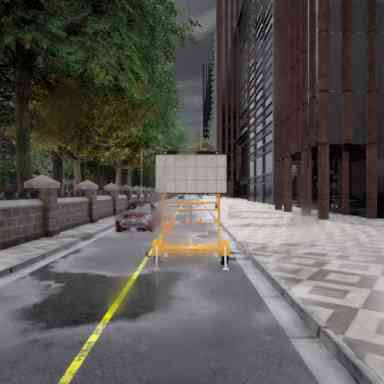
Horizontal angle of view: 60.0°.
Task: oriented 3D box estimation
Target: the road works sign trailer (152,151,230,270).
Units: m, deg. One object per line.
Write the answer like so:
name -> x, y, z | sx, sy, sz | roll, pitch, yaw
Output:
road works sign trailer -> -0.028, 0.464, 11.004 | 2.380, 3.560, 2.880 | 0, 0, 0

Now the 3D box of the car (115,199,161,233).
car -> -3.053, 1.348, 19.529 | 2.097, 1.767, 4.553 | 0, 0, 0
